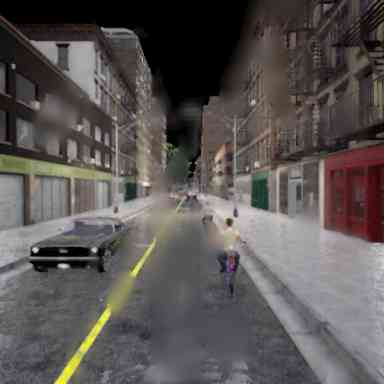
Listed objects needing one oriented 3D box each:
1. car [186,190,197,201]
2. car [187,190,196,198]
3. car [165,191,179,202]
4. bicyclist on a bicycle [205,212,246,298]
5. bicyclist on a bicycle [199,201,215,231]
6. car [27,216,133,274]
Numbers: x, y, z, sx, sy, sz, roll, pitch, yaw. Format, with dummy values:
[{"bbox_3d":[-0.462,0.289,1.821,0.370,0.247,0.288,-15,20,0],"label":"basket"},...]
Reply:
[{"bbox_3d":[-0.057,0.818,58.709,1.812,1.442,4.674,0,1,0],"label":"car"},{"bbox_3d":[-0.207,0.409,77.851,2.097,1.767,4.553,0,1,0],"label":"car"},{"bbox_3d":[-3.198,0.710,53.464,2.097,1.767,4.553,0,1,0],"label":"car"},{"bbox_3d":[0.797,1.349,7.271,0.866,1.612,1.509,0,1,0],"label":"bicyclist on a bicycle"},{"bbox_3d":[0.764,1.243,16.176,0.866,1.612,1.509,0,1,0],"label":"bicyclist on a bicycle"},{"bbox_3d":[-3.128,1.477,10.305,1.895,1.301,4.718,0,1,0],"label":"car"}]
